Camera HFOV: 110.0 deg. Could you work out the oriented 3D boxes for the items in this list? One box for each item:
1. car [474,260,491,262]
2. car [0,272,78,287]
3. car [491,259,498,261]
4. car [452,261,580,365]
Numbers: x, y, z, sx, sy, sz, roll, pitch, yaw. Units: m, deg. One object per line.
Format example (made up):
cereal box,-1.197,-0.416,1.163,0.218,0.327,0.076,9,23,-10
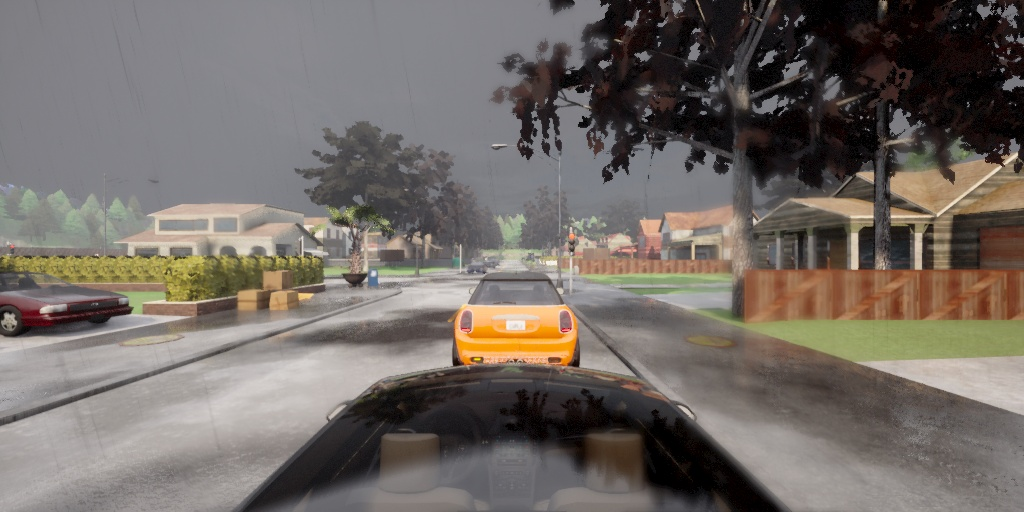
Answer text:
car,-3.776,1.297,39.514,2.033,1.411,5.357,0,0,1
car,-34.881,1.312,26.640,4.181,1.385,1.994,0,0,1
car,-3.627,1.314,56.099,1.994,1.385,4.181,0,0,0
car,0.097,1.102,7.738,2.097,1.767,4.553,0,0,1
